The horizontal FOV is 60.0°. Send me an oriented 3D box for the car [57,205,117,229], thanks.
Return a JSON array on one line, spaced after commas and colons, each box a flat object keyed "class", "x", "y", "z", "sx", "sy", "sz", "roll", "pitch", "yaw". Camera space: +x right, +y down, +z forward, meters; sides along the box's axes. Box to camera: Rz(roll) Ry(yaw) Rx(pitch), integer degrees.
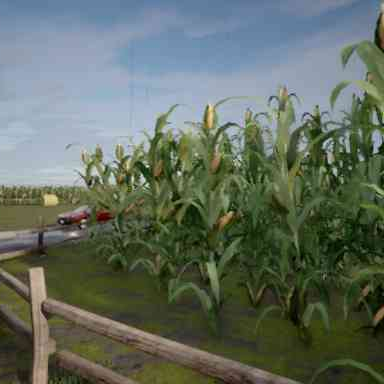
[{"class": "car", "x": -6.999, "y": 1.630, "z": 23.137, "sx": 1.882, "sy": 1.535, "sz": 5.008, "roll": 1, "pitch": 0, "yaw": 28}]
